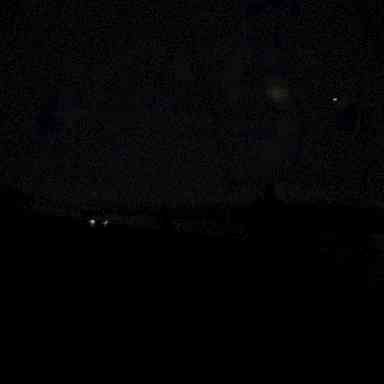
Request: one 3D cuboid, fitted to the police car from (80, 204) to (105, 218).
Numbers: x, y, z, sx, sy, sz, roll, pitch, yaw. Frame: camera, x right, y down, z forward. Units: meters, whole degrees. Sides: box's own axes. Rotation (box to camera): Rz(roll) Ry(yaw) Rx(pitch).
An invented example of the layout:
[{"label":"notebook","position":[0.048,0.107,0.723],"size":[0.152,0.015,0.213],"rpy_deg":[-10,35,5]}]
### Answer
[{"label":"police car","position":[-12.535,2.373,41.845],"size":[1.930,1.638,5.238],"rpy_deg":[-2,0,-35]}]
